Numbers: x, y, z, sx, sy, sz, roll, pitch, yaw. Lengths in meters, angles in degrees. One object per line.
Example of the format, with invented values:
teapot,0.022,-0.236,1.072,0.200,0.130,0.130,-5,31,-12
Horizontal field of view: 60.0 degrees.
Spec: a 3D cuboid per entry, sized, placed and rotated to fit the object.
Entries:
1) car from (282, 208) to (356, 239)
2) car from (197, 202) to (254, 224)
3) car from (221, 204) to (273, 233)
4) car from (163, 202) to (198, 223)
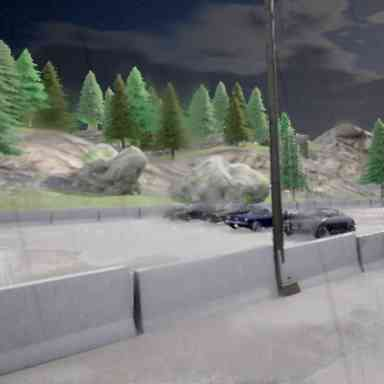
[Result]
car,6.585,1.538,17.172,4.181,1.385,1.994,0,0,-35
car,3.294,1.431,23.410,5.357,1.411,2.033,0,0,-35
car,4.278,1.575,19.827,4.718,1.301,1.895,0,0,-35
car,0.439,1.521,25.685,5.357,1.411,2.033,0,0,-35
